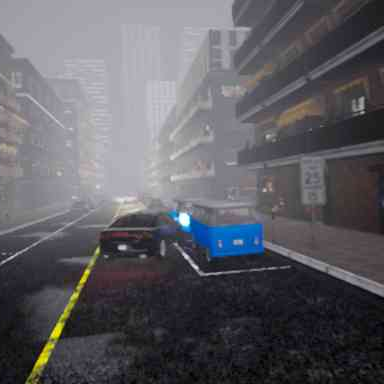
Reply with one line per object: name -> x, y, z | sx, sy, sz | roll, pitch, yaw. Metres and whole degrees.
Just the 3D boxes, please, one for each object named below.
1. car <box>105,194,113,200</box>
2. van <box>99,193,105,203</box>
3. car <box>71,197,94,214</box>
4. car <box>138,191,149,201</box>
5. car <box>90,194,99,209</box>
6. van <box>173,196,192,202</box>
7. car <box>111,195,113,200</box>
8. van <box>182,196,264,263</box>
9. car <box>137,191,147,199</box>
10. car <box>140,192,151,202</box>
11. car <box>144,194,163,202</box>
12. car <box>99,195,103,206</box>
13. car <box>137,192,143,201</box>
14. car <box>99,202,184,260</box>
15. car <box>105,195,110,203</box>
car -> -22.865, 1.381, 92.175 | 1.802, 1.307, 4.206 | -3, 1, -11
van -> -15.571, 1.314, 53.645 | 1.690, 1.788, 3.998 | -3, 1, -11
car -> -12.440, 1.631, 37.134 | 1.802, 1.307, 4.206 | -3, 1, -11
car -> -10.490, 0.855, 71.676 | 2.192, 1.841, 5.009 | -3, 1, -11
car -> -13.487, 1.464, 42.636 | 1.967, 1.590, 4.097 | -3, 1, -11
van -> -0.096, 1.136, 16.628 | 1.690, 1.788, 3.998 | -3, 1, -11
car -> -21.825, 1.406, 86.671 | 1.802, 1.307, 4.206 | -3, 1, -11
van -> 0.943, 1.161, 11.123 | 1.690, 1.788, 3.998 | -3, 1, -11
car -> -12.568, 0.805, 82.686 | 2.192, 1.841, 5.009 | -3, 1, -11
car -> -6.353, 1.166, 49.827 | 1.752, 1.417, 4.829 | -3, 1, -11
car -> -4.240, 1.274, 38.651 | 1.802, 1.307, 4.206 | -3, 1, -11
car -> -14.520, 1.549, 48.143 | 2.008, 1.369, 4.403 | -3, 1, -11
car -> -8.411, 0.906, 60.666 | 2.192, 1.841, 5.009 | -3, 1, -11
car -> -1.610, 1.391, 12.095 | 1.882, 1.535, 5.008 | -2, 1, 10
car -> -17.673, 1.239, 64.649 | 2.192, 1.841, 5.009 | -3, 1, -11
